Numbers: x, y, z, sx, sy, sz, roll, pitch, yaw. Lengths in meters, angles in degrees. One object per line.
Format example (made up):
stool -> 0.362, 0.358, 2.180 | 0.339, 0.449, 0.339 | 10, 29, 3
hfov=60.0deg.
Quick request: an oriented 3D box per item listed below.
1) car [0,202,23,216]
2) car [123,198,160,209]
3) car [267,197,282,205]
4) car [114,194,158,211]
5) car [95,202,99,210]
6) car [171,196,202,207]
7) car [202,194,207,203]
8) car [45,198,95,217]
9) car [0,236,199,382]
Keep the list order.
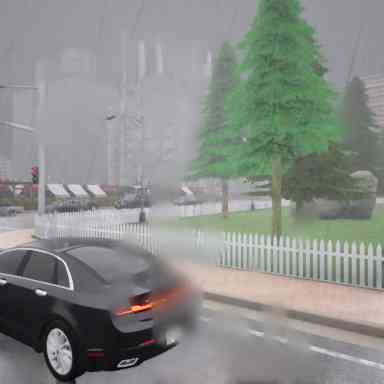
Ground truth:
car -> -18.020, 1.601, 30.051 | 1.895, 1.301, 4.718 | 0, 0, 36
car -> -6.980, 1.547, 46.363 | 2.033, 1.411, 5.357 | 0, 0, 34
car -> 14.945, 1.564, 59.830 | 1.994, 1.385, 4.181 | 0, 0, 34
car -> -6.851, 1.221, 40.283 | 2.150, 2.045, 5.566 | 0, 0, 34
car -> -12.883, 1.477, 37.583 | 1.882, 1.535, 5.008 | 0, 0, 34
car -> -1.036, 1.352, 48.908 | 2.097, 1.767, 4.553 | 0, 0, 34
car -> 0.011, 1.505, 56.679 | 1.837, 1.490, 4.892 | 0, 0, 34
car -> -12.325, 1.491, 32.136 | 2.128, 1.511, 4.902 | 0, 0, 34
car -> -2.178, 1.505, 5.481 | 4.892, 1.490, 1.837 | 0, 0, 36
